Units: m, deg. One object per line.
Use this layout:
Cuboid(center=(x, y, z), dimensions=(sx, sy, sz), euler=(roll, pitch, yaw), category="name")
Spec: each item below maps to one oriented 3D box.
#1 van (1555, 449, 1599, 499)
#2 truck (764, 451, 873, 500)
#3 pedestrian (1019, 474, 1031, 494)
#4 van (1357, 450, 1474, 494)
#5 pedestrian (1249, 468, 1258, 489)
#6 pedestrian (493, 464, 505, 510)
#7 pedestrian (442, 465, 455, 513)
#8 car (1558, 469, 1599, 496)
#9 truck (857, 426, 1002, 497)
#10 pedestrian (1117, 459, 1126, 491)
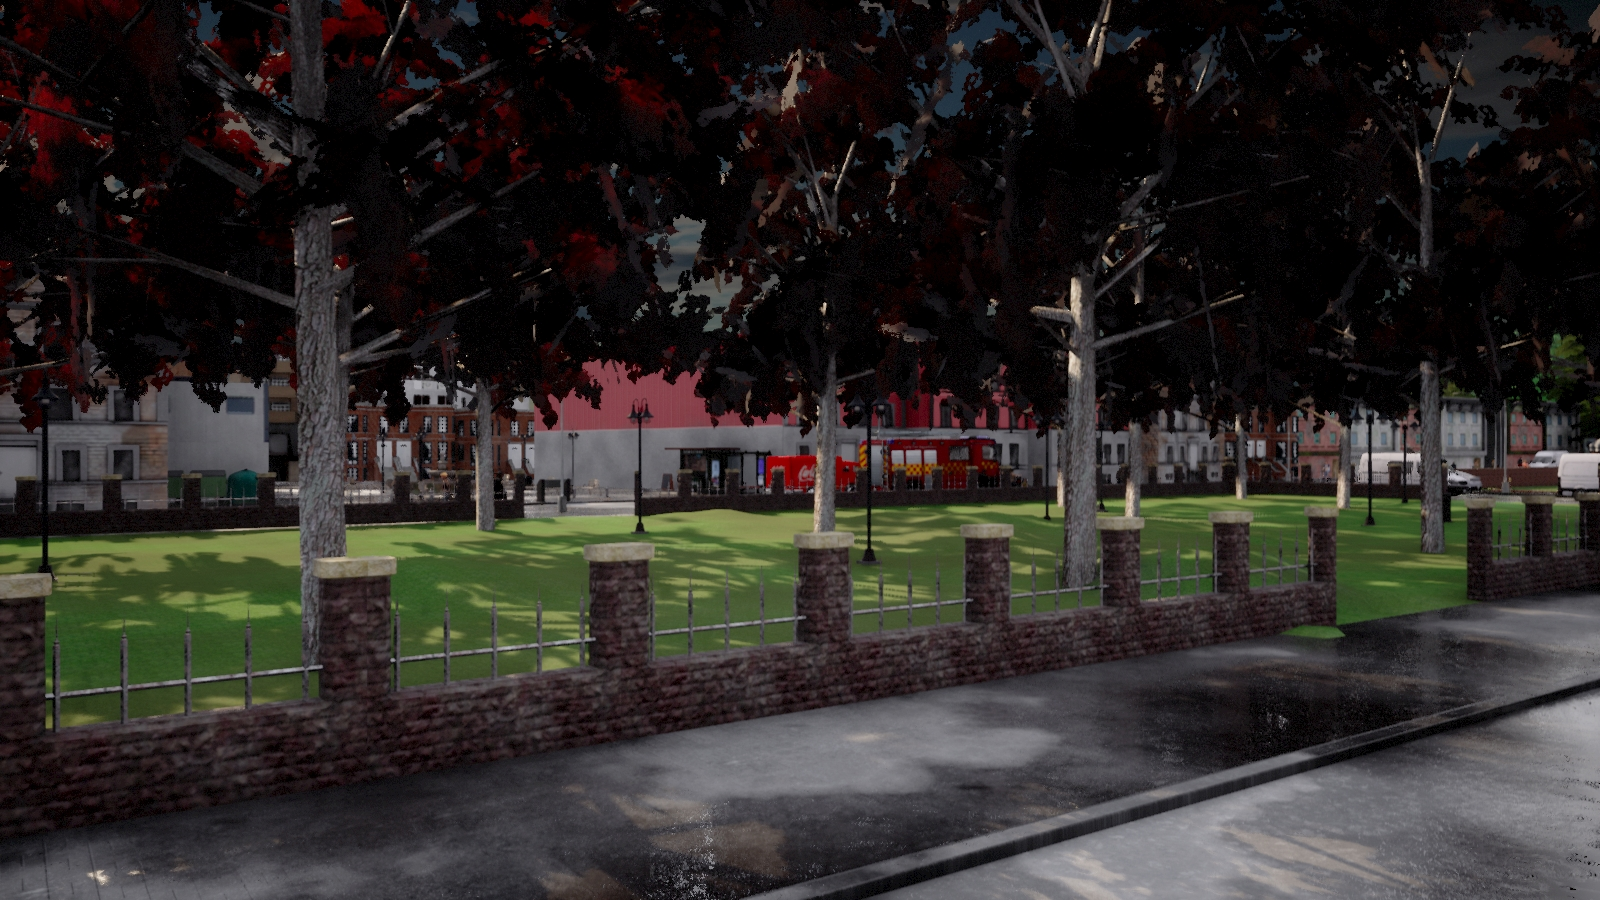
Cuboid(center=(42.800, 1.252, 59.144), dimensions=(1.988, 2.561, 5.915), euler=(0, 0, -34), category="van")
Cuboid(center=(0.981, 1.315, 60.338), dimensions=(5.204, 2.467, 2.627), euler=(0, 0, -35), category="truck")
Cuboid(center=(12.296, 1.864, 62.392), dimensions=(0.500, 1.100, 0.500), euler=(0, 0, 34), category="pedestrian")
Cuboid(center=(36.618, 1.252, 68.188), dimensions=(1.988, 2.561, 5.915), euler=(0, 0, -34), category="van")
Cuboid(center=(28.085, 1.747, 70.767), dimensions=(0.375, 1.300, 0.375), euler=(0, 0, -35), category="pedestrian")
Cuboid(center=(-12.217, 1.509, 46.377), dimensions=(0.375, 1.860, 0.375), euler=(0, 0, -41), category="pedestrian")
Cuboid(center=(-13.628, 1.512, 44.269), dimensions=(0.375, 1.860, 0.375), euler=(0, 0, -35), category="pedestrian")
Cuboid(center=(45.113, 1.820, 62.803), dimensions=(2.033, 1.411, 5.357), euler=(0, 0, -35), category="car")
Cuboid(center=(7.472, 0.631, 65.185), dimensions=(8.468, 3.827, 2.891), euler=(0, 0, -35), category="truck")
Cuboid(center=(18.852, 1.474, 66.954), dimensions=(0.375, 1.860, 0.375), euler=(0, 0, -34), category="pedestrian")
